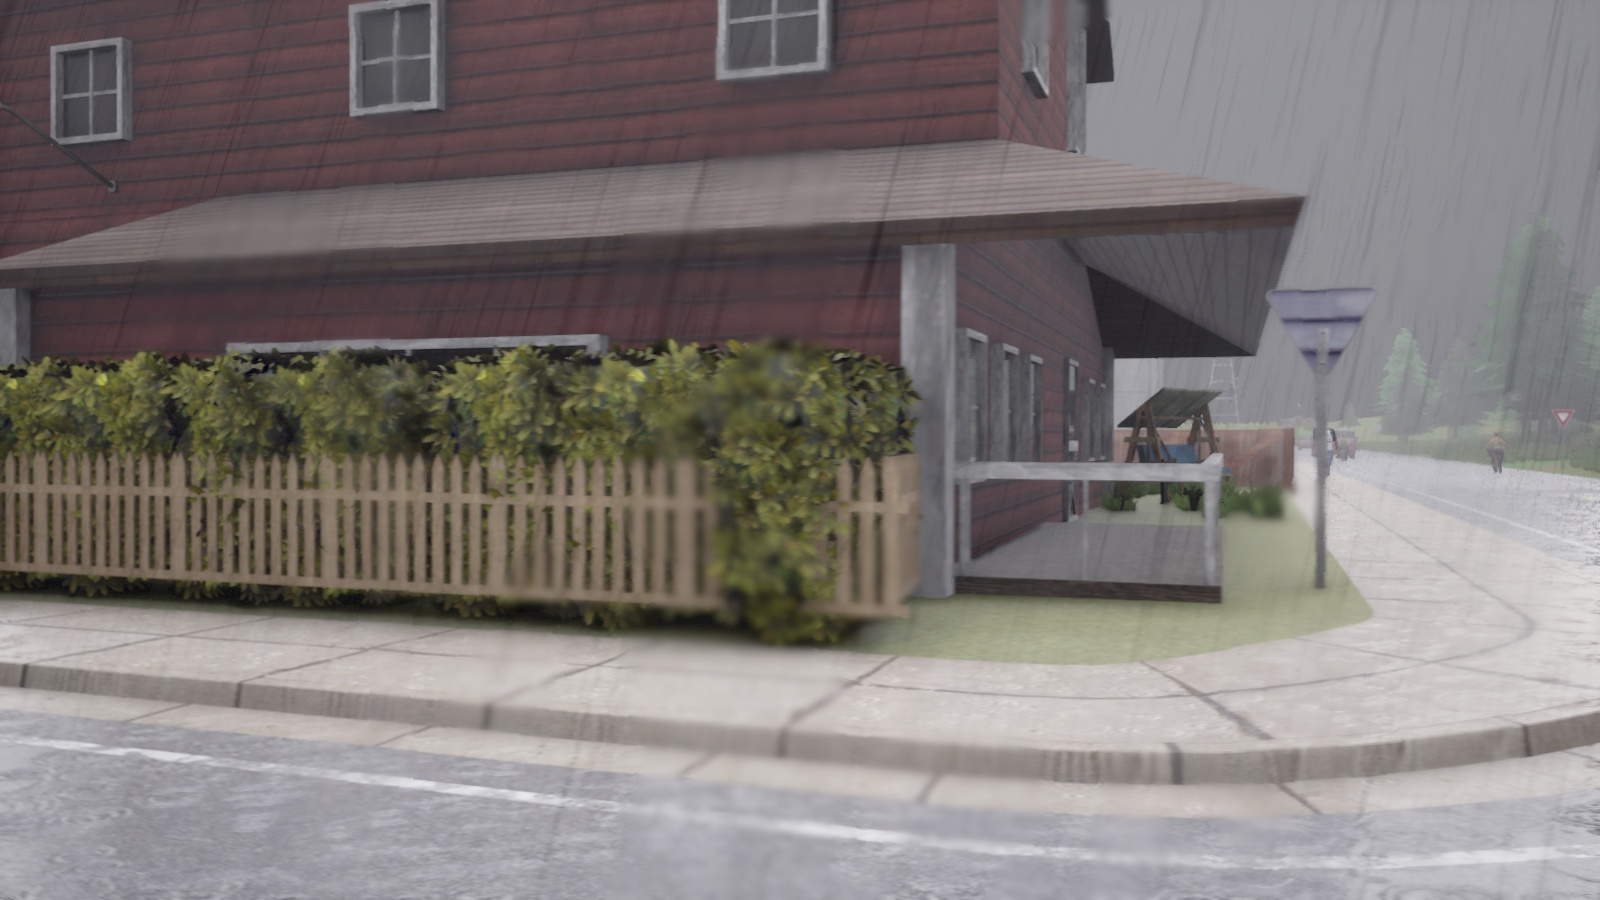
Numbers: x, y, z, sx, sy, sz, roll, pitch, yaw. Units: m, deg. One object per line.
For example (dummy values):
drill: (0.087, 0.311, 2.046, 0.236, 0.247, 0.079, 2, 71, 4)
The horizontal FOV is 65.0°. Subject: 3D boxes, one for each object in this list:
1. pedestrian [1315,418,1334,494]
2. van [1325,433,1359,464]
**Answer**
pedestrian: (12.882, 0.136, 30.827, 0.354, 1.836, 0.706, 1, 1, 19)
van: (36.146, -0.122, 83.767, 1.775, 1.987, 4.442, 1, 1, 20)
